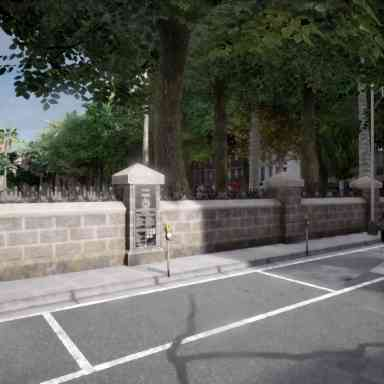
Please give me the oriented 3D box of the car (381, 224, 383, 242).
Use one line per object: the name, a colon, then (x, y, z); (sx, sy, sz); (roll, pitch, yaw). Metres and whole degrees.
car: (9.670, 1.310, 13.439); (5.009, 1.841, 2.192); (0, 0, -36)
